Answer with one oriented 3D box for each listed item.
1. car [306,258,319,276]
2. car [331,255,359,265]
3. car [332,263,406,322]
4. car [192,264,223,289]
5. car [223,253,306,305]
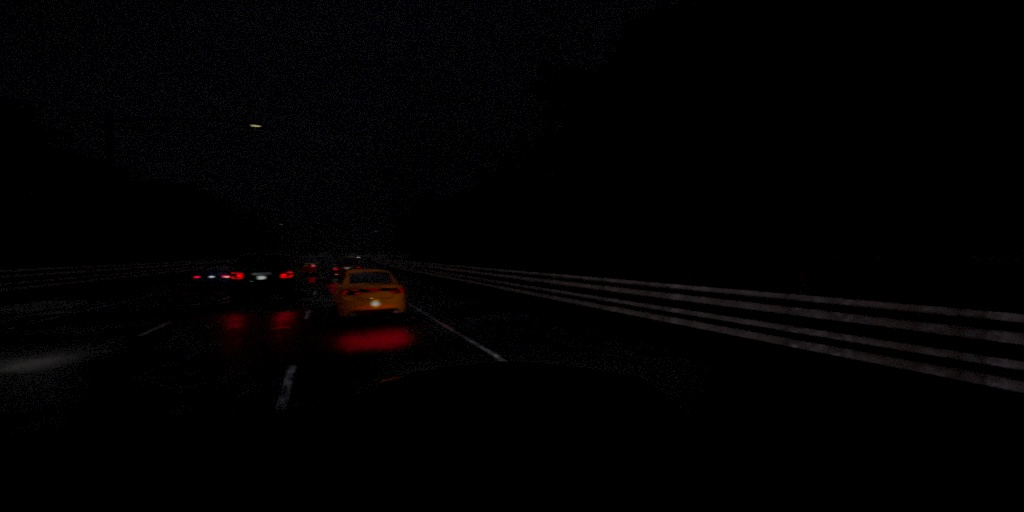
[{"bbox_3d":[-19.789,0.948,34.327,2.097,1.767,4.553,0,0,-26],"label":"car"},{"bbox_3d":[-13.024,0.977,28.214,2.097,1.767,4.553,0,0,-26],"label":"car"},{"bbox_3d":[-4.947,1.167,12.212,1.882,1.535,5.008,0,0,-27],"label":"car"},{"bbox_3d":[-17.660,1.188,21.988,2.033,1.411,5.357,0,0,-26],"label":"car"},{"bbox_3d":[-10.717,0.889,15.990,2.150,2.045,5.566,0,0,-27],"label":"car"}]
